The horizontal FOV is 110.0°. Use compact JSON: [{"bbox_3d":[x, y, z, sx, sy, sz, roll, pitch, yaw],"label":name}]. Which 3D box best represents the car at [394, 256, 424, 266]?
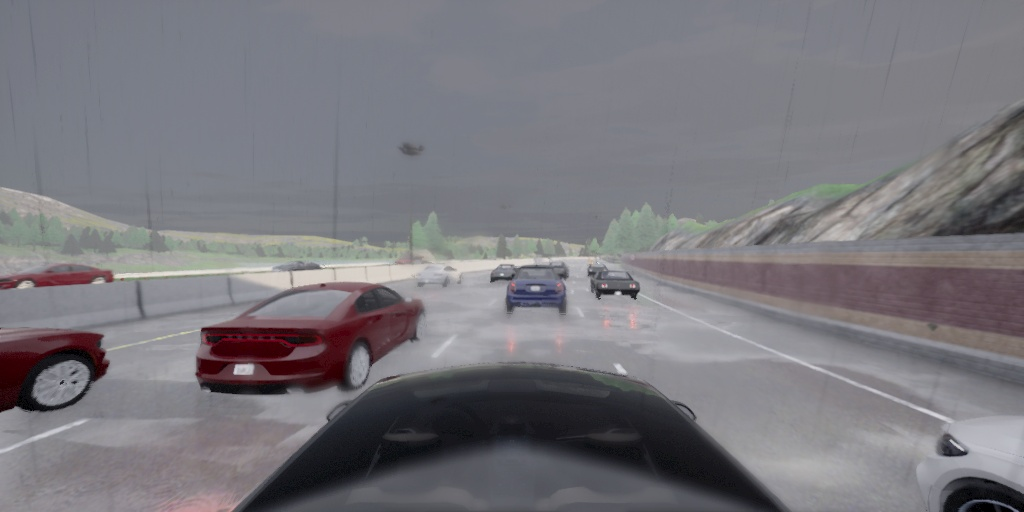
[{"bbox_3d":[-13.852,0.948,49.075,2.150,2.045,5.566,0,0,13],"label":"car"}]

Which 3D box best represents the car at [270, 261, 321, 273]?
[{"bbox_3d":[-20.662,1.210,34.447,2.128,1.511,4.902,0,0,12],"label":"car"}]

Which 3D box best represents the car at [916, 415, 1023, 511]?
[{"bbox_3d":[3.672,1.281,0.435,1.812,1.442,4.674,0,0,0],"label":"car"}]

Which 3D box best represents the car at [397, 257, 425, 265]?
[{"bbox_3d":[-11.484,1.207,43.656,1.882,1.535,5.008,0,0,13],"label":"car"}]

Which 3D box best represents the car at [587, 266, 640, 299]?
[{"bbox_3d":[4.992,1.355,18.006,1.895,1.301,4.718,0,0,8],"label":"car"}]

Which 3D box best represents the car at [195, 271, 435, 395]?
[{"bbox_3d":[-3.115,1.223,6.811,1.882,1.535,5.008,0,0,3],"label":"car"}]

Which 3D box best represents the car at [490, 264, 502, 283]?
[{"bbox_3d":[-0.334,1.310,27.878,1.994,1.385,4.181,0,0,11],"label":"car"}]

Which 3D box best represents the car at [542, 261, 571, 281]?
[{"bbox_3d":[3.990,1.243,31.536,2.128,1.511,4.902,0,0,12],"label":"car"}]

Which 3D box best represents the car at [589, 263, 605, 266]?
[{"bbox_3d":[8.374,1.357,35.345,1.895,1.301,4.718,0,0,12],"label":"car"}]

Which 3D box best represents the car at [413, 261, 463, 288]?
[{"bbox_3d":[-4.705,1.267,23.662,1.812,1.442,4.674,0,0,10],"label":"car"}]

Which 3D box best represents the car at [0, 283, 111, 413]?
[{"bbox_3d":[-6.762,1.219,3.046,1.882,1.535,5.008,0,0,1],"label":"car"}]

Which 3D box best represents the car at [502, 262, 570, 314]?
[{"bbox_3d":[1.002,1.102,14.040,2.097,1.767,4.553,0,0,6],"label":"car"}]

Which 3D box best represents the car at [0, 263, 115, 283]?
[{"bbox_3d":[-26.570,1.190,20.805,1.882,1.535,5.008,0,0,8],"label":"car"}]
